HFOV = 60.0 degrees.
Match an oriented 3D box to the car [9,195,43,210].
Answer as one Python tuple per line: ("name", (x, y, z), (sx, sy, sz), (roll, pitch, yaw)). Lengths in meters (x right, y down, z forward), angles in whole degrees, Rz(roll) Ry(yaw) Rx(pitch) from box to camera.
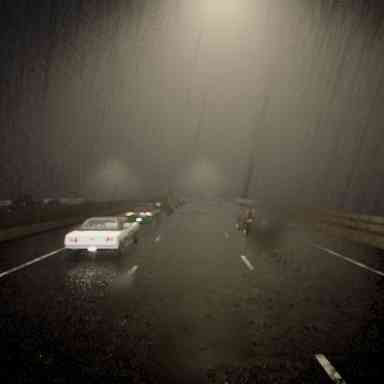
("car", (-20.561, 1.362, 41.769), (2.150, 2.045, 5.566), (0, 0, 2))

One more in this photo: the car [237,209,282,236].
("car", (3.723, 1.627, 18.922), (1.994, 1.385, 4.181), (0, 0, 1))

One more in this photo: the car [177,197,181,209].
("car", (-2.872, 1.624, 45.671), (1.801, 1.575, 5.366), (0, 0, 2))

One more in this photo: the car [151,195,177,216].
("car", (-3.137, 1.342, 34.547), (2.150, 2.045, 5.566), (0, 0, 1))

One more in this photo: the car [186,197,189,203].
("car", (-2.149, 1.768, 67.404), (2.128, 1.511, 4.902), (0, 0, 2))

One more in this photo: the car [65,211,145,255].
("car", (-3.333, 1.642, 13.404), (1.895, 1.301, 4.718), (0, 0, 0))

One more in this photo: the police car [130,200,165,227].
("police car", (-3.328, 1.584, 23.550), (2.038, 1.542, 4.974), (0, 0, 1))

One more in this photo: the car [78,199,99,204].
("car", (-13.504, 1.647, 43.660), (2.128, 1.511, 4.902), (0, 0, 2))

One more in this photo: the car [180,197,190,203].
("car", (-1.680, 1.883, 78.362), (2.033, 1.411, 5.357), (0, 0, 3))

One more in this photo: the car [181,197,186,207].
("car", (-2.548, 1.744, 56.444), (1.812, 1.442, 4.674), (0, 0, 2))

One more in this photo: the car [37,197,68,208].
("car", (-17.063, 1.668, 41.536), (1.812, 1.442, 4.674), (0, 0, 2))

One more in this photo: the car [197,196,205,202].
("car", (2.239, 1.791, 87.376), (2.128, 1.511, 4.902), (0, 0, 3))
